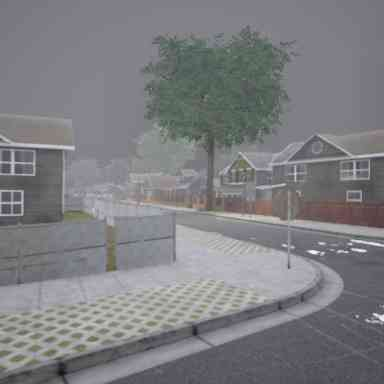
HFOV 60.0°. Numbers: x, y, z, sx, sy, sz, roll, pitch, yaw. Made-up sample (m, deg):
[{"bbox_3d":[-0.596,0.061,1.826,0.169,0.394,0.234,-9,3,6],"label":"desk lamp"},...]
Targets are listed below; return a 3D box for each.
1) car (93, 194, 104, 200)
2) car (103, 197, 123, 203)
[{"bbox_3d":[-23.734,1.509,86.429,1.812,1.442,4.674,0,0,-23],"label":"car"},{"bbox_3d":[-12.153,1.532,52.494,2.128,1.511,4.902,0,0,-23],"label":"car"}]
